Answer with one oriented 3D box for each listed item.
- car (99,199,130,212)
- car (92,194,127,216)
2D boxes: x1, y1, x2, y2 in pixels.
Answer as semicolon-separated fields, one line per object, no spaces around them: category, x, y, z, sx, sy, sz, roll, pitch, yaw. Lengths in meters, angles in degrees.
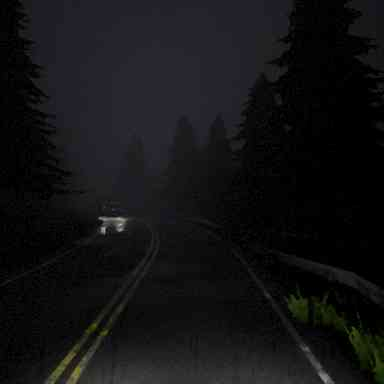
car;-10.090;1.699;42.781;2.033;1.411;5.357;4;-2;-34
car;-8.542;1.282;33.465;2.150;2.045;5.566;3;-1;-27
